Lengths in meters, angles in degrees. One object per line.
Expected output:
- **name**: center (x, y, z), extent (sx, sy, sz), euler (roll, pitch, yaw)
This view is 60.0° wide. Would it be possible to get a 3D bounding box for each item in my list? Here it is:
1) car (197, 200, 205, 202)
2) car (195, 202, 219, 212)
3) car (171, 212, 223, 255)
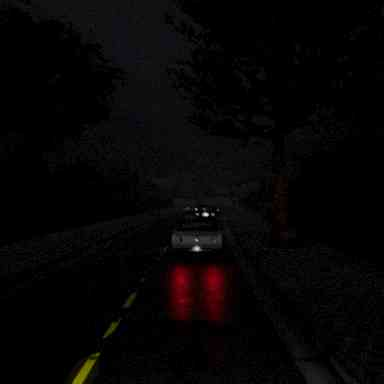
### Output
- **car**: center (1.683, 2.287, 62.891), extent (2.033, 1.411, 5.357), euler (0, -1, 6)
- **car**: center (1.271, 1.850, 28.808), extent (2.033, 1.411, 5.357), euler (0, -1, 5)
- **car**: center (0.271, 1.746, 14.026), extent (1.895, 1.301, 4.718), euler (0, -1, 3)
